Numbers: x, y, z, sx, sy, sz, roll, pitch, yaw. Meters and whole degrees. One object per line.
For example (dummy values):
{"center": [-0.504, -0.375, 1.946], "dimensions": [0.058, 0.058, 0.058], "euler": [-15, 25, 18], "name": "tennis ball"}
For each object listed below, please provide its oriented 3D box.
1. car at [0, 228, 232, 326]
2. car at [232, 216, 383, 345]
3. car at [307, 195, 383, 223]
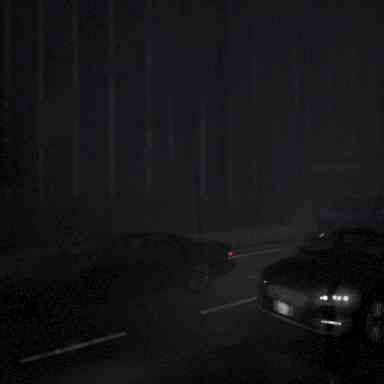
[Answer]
{"center": [-1.460, 1.535, 7.249], "dimensions": [5.357, 1.411, 2.033], "euler": [0, 0, -35], "name": "car"}
{"center": [3.359, 1.462, 6.385], "dimensions": [4.902, 1.511, 2.128], "euler": [0, 0, -35], "name": "car"}
{"center": [6.847, 1.159, 13.174], "dimensions": [5.566, 2.045, 2.150], "euler": [0, 0, -35], "name": "car"}
